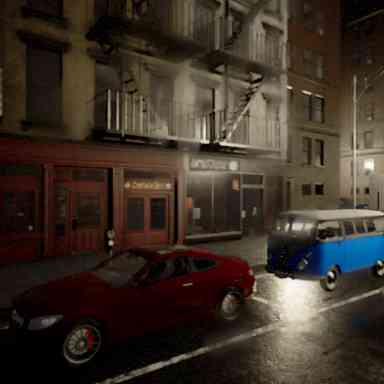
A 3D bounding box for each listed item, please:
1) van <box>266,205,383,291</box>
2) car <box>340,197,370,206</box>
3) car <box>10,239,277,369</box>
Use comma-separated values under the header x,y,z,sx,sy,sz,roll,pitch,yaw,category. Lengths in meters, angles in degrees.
x,y,z,sx,sy,sz,roll,pitch,yaw,category
3.697,1.381,8.807,3.998,1.788,1.690,0,0,-35,van
14.484,1.468,32.407,2.150,2.045,5.566,0,0,-35,car
-0.714,1.595,5.680,4.206,1.307,1.802,0,0,-35,car
